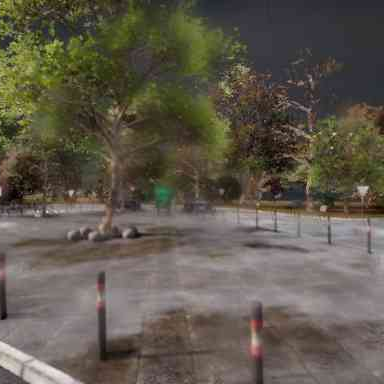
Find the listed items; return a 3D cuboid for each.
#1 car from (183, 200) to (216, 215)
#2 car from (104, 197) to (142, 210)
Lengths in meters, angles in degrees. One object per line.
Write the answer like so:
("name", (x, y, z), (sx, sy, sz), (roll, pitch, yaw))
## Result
("car", (0.692, 1.517, 33.480), (1.994, 1.385, 4.181), (0, 0, -26))
("car", (-8.644, 1.391, 42.071), (4.553, 1.767, 2.097), (-1, 0, 1))
